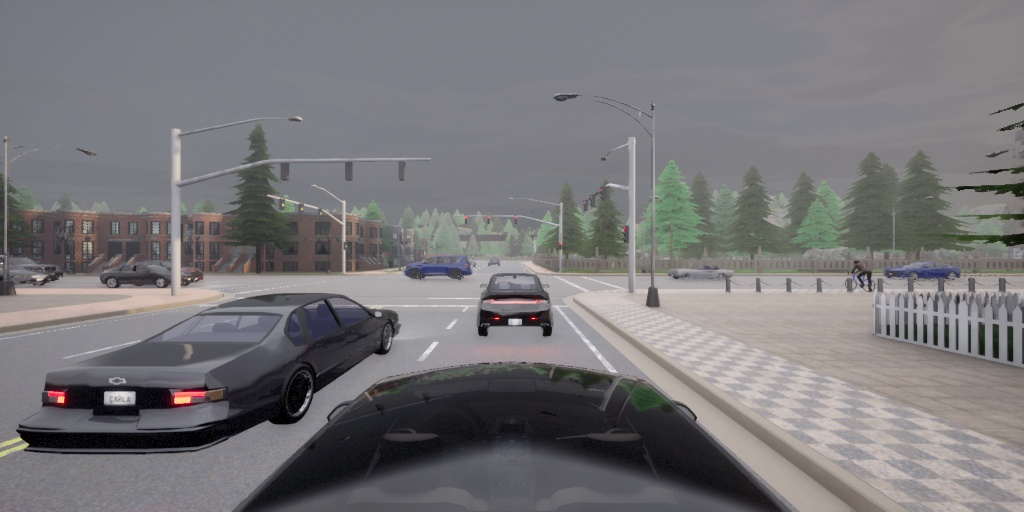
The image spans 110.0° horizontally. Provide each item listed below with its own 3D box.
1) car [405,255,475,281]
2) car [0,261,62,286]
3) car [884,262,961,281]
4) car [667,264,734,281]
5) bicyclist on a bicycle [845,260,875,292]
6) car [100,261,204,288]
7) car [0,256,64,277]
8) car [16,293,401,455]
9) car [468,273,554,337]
[{"bbox_3d":[-6.100,0.971,30.121,5.566,2.045,2.150,0,0,2],"label":"car"},{"bbox_3d":[-32.555,1.242,22.709,4.902,1.511,2.128,0,0,-4],"label":"car"},{"bbox_3d":[33.972,1.227,29.788,5.008,1.535,1.882,0,0,0],"label":"car"},{"bbox_3d":[15.560,1.351,29.812,4.718,1.301,1.895,0,0,0],"label":"car"},{"bbox_3d":[18.248,1.052,18.826,0.582,1.620,1.656,0,0,0],"label":"bicyclist on a bicycle"},{"bbox_3d":[-23.190,1.255,22.950,4.892,1.490,1.837,0,0,-3],"label":"car"},{"bbox_3d":[-36.417,0.974,25.909,5.566,2.045,2.150,0,0,-8],"label":"car"},{"bbox_3d":[-3.437,1.297,5.669,2.033,1.411,5.357,0,0,0],"label":"car"},{"bbox_3d":[0.081,1.242,10.337,2.128,1.511,4.902,0,0,0],"label":"car"}]
